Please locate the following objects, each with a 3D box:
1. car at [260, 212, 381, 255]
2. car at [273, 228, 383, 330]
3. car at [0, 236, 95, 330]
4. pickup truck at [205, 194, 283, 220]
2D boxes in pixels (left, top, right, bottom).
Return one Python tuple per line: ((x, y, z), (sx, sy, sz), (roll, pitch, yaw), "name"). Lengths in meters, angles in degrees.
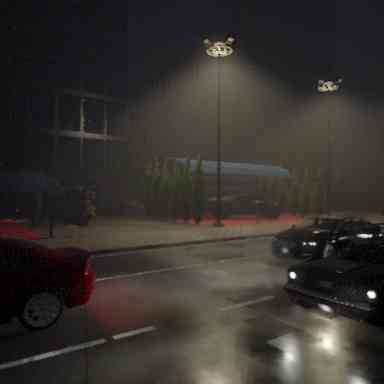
((4.890, 1.573, 11.776), (4.902, 1.511, 2.128), (1, 0, -36), "car")
((4.044, 1.655, 6.870), (4.718, 1.301, 1.895), (1, 0, -36), "car")
((-4.139, 1.474, 5.338), (5.008, 1.535, 1.882), (1, -1, -36), "car")
((4.214, 1.203, 27.297), (6.274, 2.098, 2.390), (0, 0, -5), "pickup truck")
